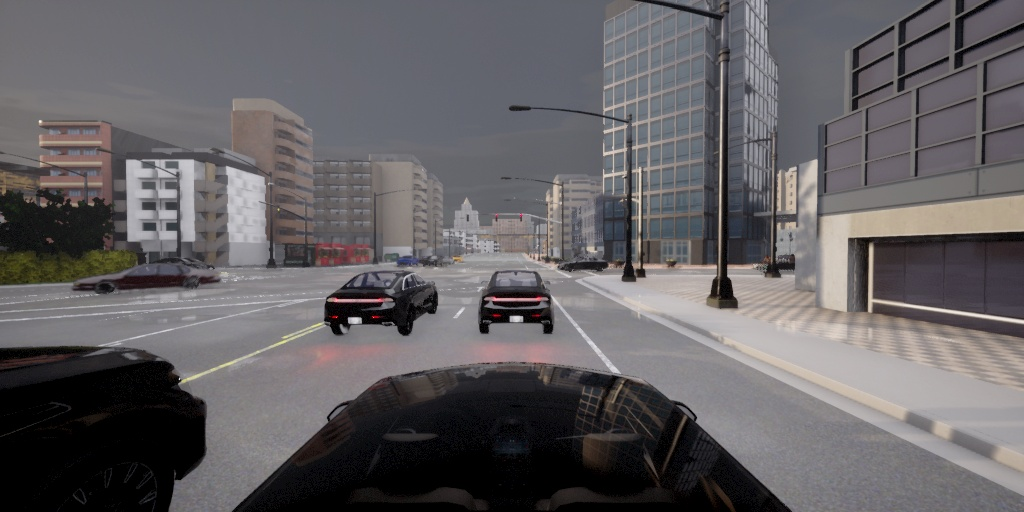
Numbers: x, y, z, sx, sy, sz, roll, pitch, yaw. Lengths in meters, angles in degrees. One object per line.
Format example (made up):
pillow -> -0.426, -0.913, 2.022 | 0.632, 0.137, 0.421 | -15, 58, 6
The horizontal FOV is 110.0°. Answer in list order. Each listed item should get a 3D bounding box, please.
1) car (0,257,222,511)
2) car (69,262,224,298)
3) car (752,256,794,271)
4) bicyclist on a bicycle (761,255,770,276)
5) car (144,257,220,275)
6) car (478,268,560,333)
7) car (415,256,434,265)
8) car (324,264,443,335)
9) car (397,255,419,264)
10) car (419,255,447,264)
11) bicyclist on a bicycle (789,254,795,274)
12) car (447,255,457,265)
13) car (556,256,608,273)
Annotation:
car -> -3.402, 0.970, 0.317 | 2.150, 2.045, 5.566 | 0, 0, 0
car -> -18.438, 1.108, 18.478 | 2.033, 1.411, 5.357 | 1, 1, 44
car -> 25.821, 0.773, 34.412 | 4.902, 1.511, 2.128 | 0, 1, 1
bicyclist on a bicycle -> 19.195, 0.718, 26.861 | 1.656, 1.620, 0.582 | -1, 1, -23
car -> -28.710, 0.859, 31.295 | 4.892, 1.490, 1.837 | 0, 1, 1
car -> 0.113, 1.153, 10.369 | 2.128, 1.511, 4.902 | 0, 1, 0
car -> -13.984, 0.679, 57.432 | 1.994, 1.385, 4.181 | 0, 0, 0
car -> -3.390, 1.154, 10.175 | 2.128, 1.511, 4.902 | 0, 1, 0
car -> -14.002, 0.640, 48.433 | 1.882, 1.535, 5.008 | 0, 0, 0
car -> -10.508, 0.646, 47.878 | 1.882, 1.535, 5.008 | 0, 0, 0
bicyclist on a bicycle -> 21.136, 0.664, 26.674 | 1.656, 1.620, 0.582 | -18, -8, -27
car -> -10.493, 0.715, 57.221 | 1.895, 1.301, 4.718 | 0, 0, 0
car -> 6.731, 0.785, 34.510 | 4.902, 1.511, 2.128 | 0, 1, -3
